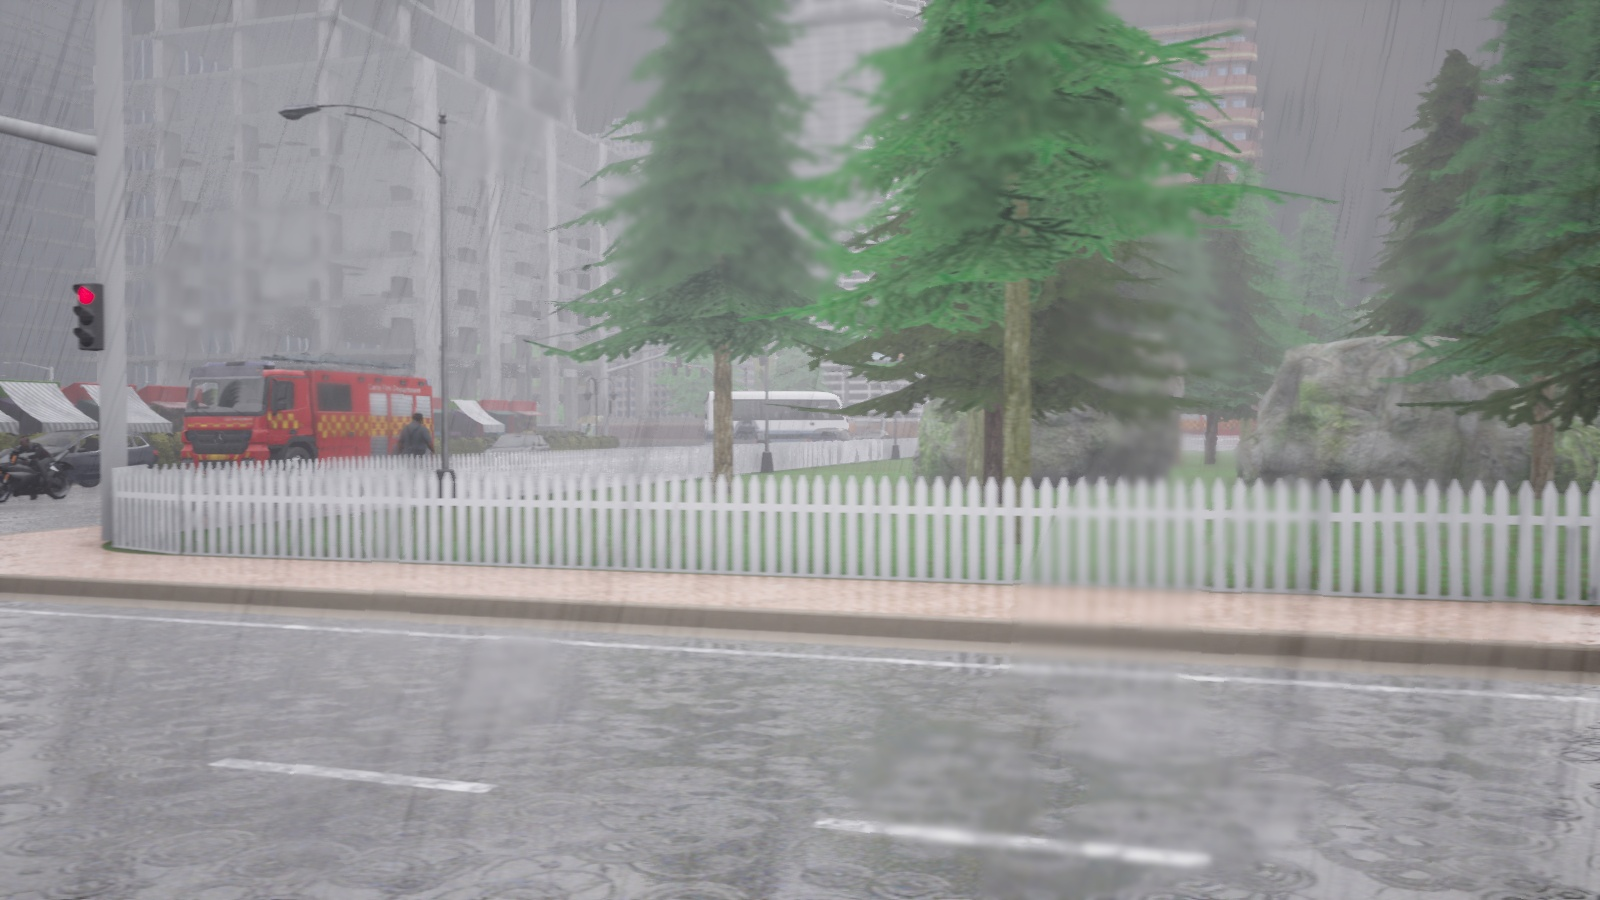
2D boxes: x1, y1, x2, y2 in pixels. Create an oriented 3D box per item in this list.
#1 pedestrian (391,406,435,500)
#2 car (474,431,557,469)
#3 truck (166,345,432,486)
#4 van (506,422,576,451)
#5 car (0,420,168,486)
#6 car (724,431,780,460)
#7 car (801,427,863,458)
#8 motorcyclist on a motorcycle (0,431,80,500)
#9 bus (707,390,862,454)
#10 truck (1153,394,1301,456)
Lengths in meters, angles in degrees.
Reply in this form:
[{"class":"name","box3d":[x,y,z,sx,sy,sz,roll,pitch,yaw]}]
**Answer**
[{"class":"pedestrian","box3d":[-7.686,0.056,24.958,0.540,1.848,0.694,0,1,17]},{"class":"car","box3d":[-11.553,-0.039,51.299,2.163,1.488,4.792,0,1,2]},{"class":"truck","box3d":[-15.001,-1.012,38.532,2.891,3.827,8.468,0,1,17]},{"class":"van","box3d":[-17.930,-0.936,86.957,4.442,1.987,1.775,0,1,17]},{"class":"car","box3d":[-19.967,0.046,34.347,2.242,1.667,4.611,0,1,17]},{"class":"car","box3d":[-2.530,-0.244,67.099,1.845,1.501,3.633,0,1,17]},{"class":"car","box3d":[1.816,-0.432,69.315,2.242,1.667,4.611,1,1,17]},{"class":"motorcyclist on a motorcycle","box3d":[-17.930,0.328,29.076,0.866,1.530,2.191,0,1,17]},{"class":"bus","box3d":[-1.136,-1.969,87.623,10.273,4.253,3.944,0,2,-10]},{"class":"truck","box3d":[27.232,-1.578,80.362,8.468,3.827,2.891,0,1,-2]}]
